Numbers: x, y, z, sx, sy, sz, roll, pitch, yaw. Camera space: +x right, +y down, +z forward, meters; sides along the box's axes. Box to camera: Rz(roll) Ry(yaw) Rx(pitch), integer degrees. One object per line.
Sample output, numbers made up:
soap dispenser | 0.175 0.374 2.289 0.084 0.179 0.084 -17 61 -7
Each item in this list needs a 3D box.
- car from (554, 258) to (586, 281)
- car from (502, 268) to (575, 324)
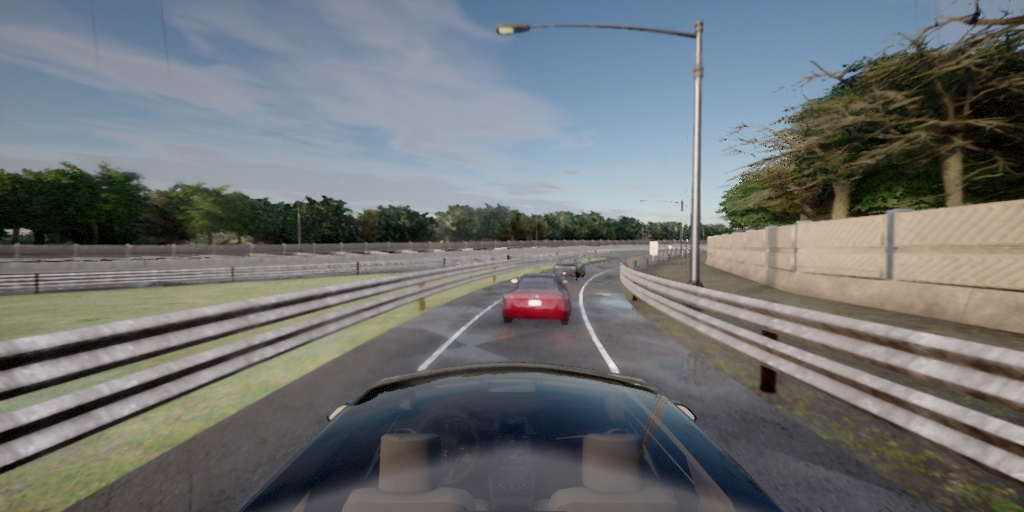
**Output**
car | 4.310 0.922 26.587 2.128 1.511 4.902 1 2 19
car | 0.888 1.247 11.771 1.994 1.385 4.181 1 0 8
